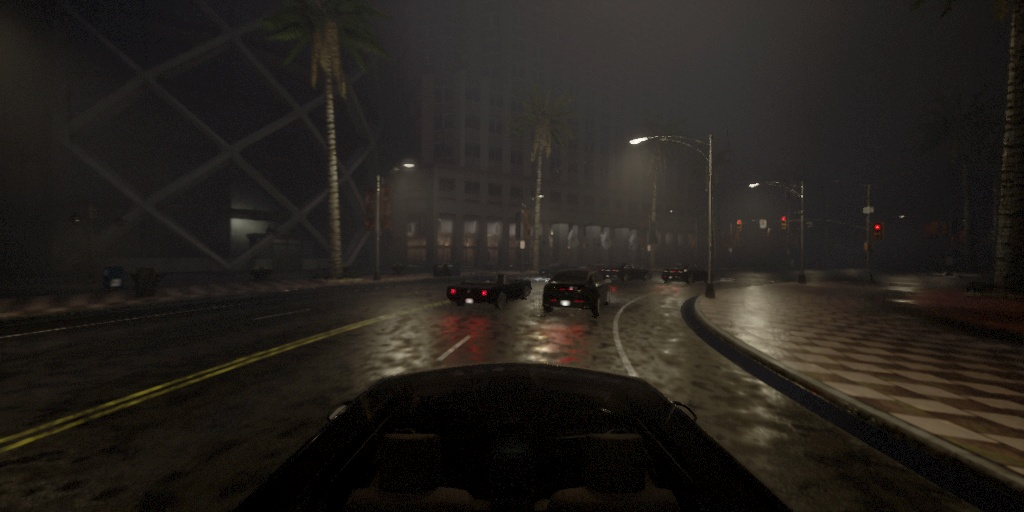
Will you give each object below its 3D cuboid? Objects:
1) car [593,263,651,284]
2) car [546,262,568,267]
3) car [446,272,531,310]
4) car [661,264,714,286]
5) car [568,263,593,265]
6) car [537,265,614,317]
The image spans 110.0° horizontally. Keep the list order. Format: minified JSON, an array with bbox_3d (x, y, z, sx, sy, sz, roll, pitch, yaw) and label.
[{"bbox_3d":[8.765,1.262,27.466,4.902,1.511,2.128,0,0,-40],"label":"car"},{"bbox_3d":[4.336,1.284,33.154,4.181,1.385,1.994,1,0,-39],"label":"car"},{"bbox_3d":[-0.715,1.315,14.791,1.895,1.301,4.718,1,0,21],"label":"car"},{"bbox_3d":[12.951,1.302,26.292,4.902,1.511,2.128,0,0,-36],"label":"car"},{"bbox_3d":[7.329,1.351,31.151,4.718,1.301,1.895,0,0,-38],"label":"car"},{"bbox_3d":[2.530,1.246,13.453,1.837,1.490,4.892,0,-1,21],"label":"car"}]
